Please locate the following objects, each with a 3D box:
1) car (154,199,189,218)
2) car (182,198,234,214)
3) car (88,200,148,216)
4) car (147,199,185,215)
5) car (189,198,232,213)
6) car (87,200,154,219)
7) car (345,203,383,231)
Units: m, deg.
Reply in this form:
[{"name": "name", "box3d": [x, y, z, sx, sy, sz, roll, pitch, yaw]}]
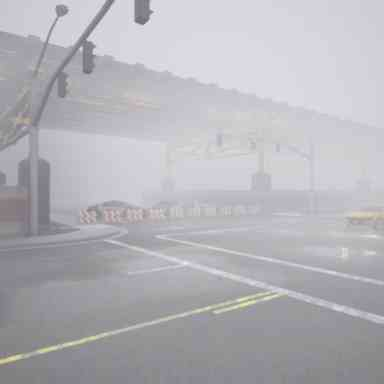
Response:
[{"name": "car", "box3d": [-2.325, 1.444, 30.377, 2.038, 1.542, 4.974, 0, 0, 18]}, {"name": "car", "box3d": [1.589, 1.442, 34.133, 4.974, 1.542, 2.038, 0, 0, -7]}, {"name": "car", "box3d": [-6.124, 1.289, 27.703, 4.536, 1.218, 1.853, 0, 0, 8]}, {"name": "car", "box3d": [-2.309, 1.287, 30.427, 1.853, 1.218, 4.536, 0, 0, 18]}, {"name": "car", "box3d": [1.538, 1.284, 34.127, 4.536, 1.218, 1.853, 0, 0, -7]}, {"name": "car", "box3d": [-6.072, 1.447, 27.696, 4.974, 1.542, 2.038, 0, 0, 8]}, {"name": "car", "box3d": [11.547, 1.467, 20.804, 5.008, 1.535, 1.882, 0, 0, -35]}]
